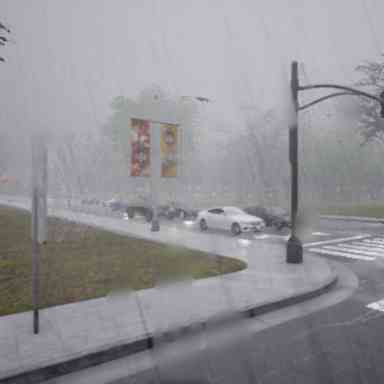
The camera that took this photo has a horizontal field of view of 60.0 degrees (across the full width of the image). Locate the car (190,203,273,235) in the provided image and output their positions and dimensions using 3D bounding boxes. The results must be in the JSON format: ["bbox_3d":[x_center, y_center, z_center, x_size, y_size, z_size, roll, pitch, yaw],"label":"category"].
[{"bbox_3d":[2.123,1.547,19.268,1.812,1.442,4.674,0,0,-36],"label":"car"}]

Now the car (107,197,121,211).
[{"bbox_3d":[-7.722,1.489,38.705,1.882,1.535,5.008,0,0,-35],"label":"car"}]

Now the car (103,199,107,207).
[{"bbox_3d":[-11.992,1.538,50.596,1.812,1.442,4.674,0,0,-36],"label":"car"}]

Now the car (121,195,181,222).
[{"bbox_3d":[-3.492,1.235,27.174,2.150,2.045,5.566,0,0,-35],"label":"car"}]

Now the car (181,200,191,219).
[{"bbox_3d":[-0.923,1.521,29.163,1.837,1.490,4.892,0,0,-36],"label":"car"}]

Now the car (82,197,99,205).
[{"bbox_3d":[-17.992,1.536,59.003,1.812,1.442,4.674,0,0,-35],"label":"car"}]

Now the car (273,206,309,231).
[{"bbox_3d":[4.758,1.572,21.264,2.033,1.411,5.357,0,0,-33],"label":"car"}]
